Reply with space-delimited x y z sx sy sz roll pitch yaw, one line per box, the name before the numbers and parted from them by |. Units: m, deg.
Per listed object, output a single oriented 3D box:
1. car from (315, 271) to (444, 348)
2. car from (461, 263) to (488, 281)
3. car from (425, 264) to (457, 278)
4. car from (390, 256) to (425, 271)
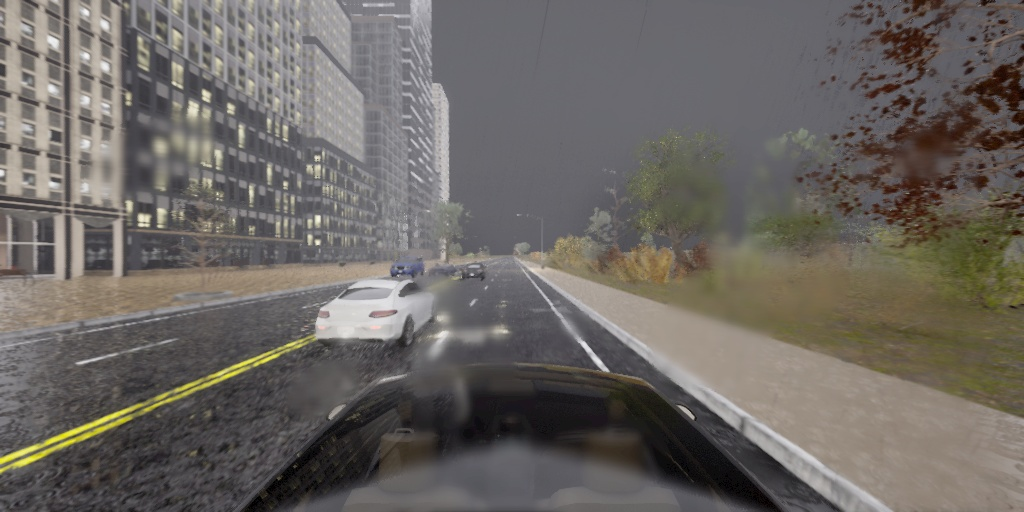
car | -3.159 1.285 9.180 1.812 1.442 4.674 0 0 0
car | -3.168 1.289 30.666 1.812 1.442 4.674 0 0 0
car | -6.522 1.374 34.129 1.895 1.301 4.718 0 0 0
car | -9.772 1.010 34.157 2.150 2.045 5.566 0 0 0
